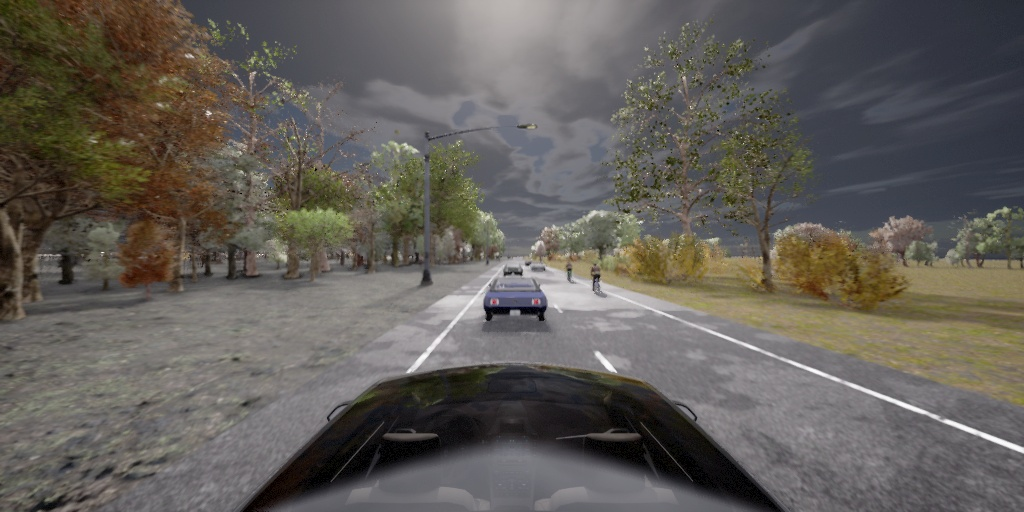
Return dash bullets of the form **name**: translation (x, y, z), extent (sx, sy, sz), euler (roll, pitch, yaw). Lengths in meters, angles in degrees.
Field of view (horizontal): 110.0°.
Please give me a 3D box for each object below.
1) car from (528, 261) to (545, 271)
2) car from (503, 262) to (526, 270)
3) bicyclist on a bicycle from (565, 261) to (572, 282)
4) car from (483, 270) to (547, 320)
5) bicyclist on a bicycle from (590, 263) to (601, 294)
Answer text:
- **car**: translation (3.610, 1.376, 50.674), extent (1.895, 1.301, 4.718), euler (0, 0, 0)
- **car**: translation (0.104, 1.368, 35.327), extent (1.895, 1.301, 4.718), euler (0, 0, 0)
- **bicyclist on a bicycle**: translation (4.471, 1.216, 28.080), extent (0.582, 1.620, 1.656), euler (0, 0, 0)
- **car**: translation (0.098, 1.356, 12.580), extent (1.895, 1.301, 4.718), euler (0, 0, 0)
- **bicyclist on a bicycle**: translation (4.469, 1.211, 19.134), extent (0.582, 1.620, 1.656), euler (0, 0, 0)
